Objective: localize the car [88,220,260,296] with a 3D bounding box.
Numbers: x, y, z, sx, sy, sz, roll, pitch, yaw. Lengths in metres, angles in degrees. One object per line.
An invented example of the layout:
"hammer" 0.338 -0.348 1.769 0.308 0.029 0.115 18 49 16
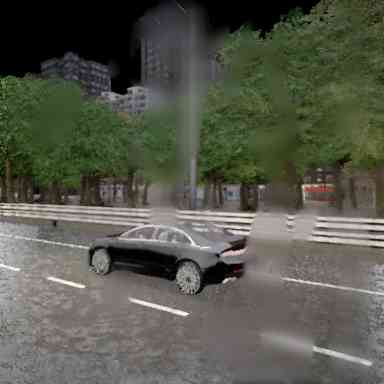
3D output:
"car" -0.694 1.488 8.662 4.902 1.511 2.128 0 0 36
